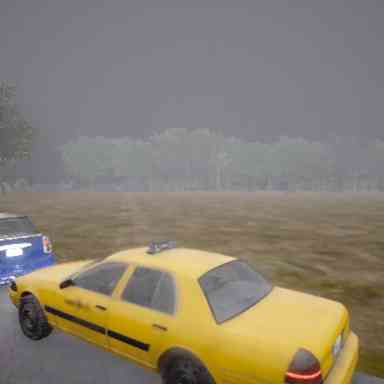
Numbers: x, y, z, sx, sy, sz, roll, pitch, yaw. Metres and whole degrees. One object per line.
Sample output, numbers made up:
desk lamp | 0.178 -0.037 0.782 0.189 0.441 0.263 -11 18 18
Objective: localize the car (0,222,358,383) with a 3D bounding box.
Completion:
car | -0.648 1.450 4.799 5.366 1.575 1.801 1 3 35

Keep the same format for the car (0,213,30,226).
car | -5.473 1.282 8.121 4.553 1.767 2.097 0 1 34
